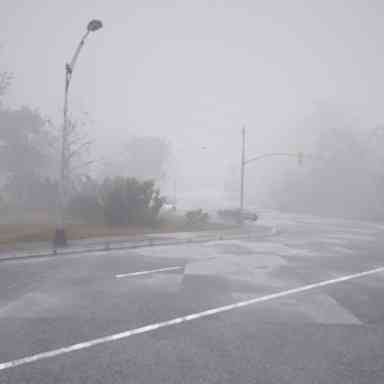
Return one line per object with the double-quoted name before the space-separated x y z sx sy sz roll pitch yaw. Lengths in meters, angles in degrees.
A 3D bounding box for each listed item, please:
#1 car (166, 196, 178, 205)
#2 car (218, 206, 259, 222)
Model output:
"car" -3.574 1.441 56.059 1.994 1.385 4.181 2 2 -13
"car" 4.359 2.073 31.737 1.895 1.301 4.718 2 -1 -24
